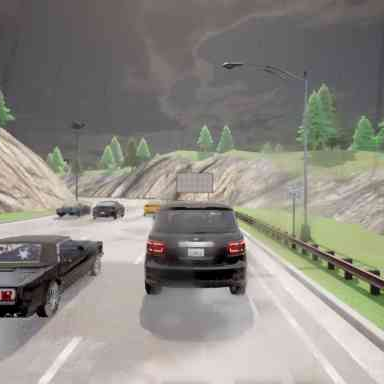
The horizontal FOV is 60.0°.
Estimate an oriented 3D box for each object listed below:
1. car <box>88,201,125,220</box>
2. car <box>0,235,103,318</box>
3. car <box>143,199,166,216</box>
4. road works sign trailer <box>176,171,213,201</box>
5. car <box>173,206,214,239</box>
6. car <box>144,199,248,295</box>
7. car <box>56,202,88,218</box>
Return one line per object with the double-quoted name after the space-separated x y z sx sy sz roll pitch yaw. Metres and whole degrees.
-6.998 1.478 28.323 1.882 1.535 5.008 0 0 -1 "car"
-3.408 1.600 7.336 1.895 1.301 4.718 0 0 0 "car"
-3.678 1.478 33.261 1.882 1.535 5.008 0 0 -3 "car"
0.181 0.464 21.595 2.380 3.560 2.880 0 0 0 "road works sign trailer"
0.082 1.559 18.099 1.994 1.385 4.181 0 0 0 "car"
0.085 1.221 8.878 2.150 2.045 5.566 0 0 0 "car"
-10.548 1.601 30.185 1.895 1.301 4.718 0 0 -1 "car"
